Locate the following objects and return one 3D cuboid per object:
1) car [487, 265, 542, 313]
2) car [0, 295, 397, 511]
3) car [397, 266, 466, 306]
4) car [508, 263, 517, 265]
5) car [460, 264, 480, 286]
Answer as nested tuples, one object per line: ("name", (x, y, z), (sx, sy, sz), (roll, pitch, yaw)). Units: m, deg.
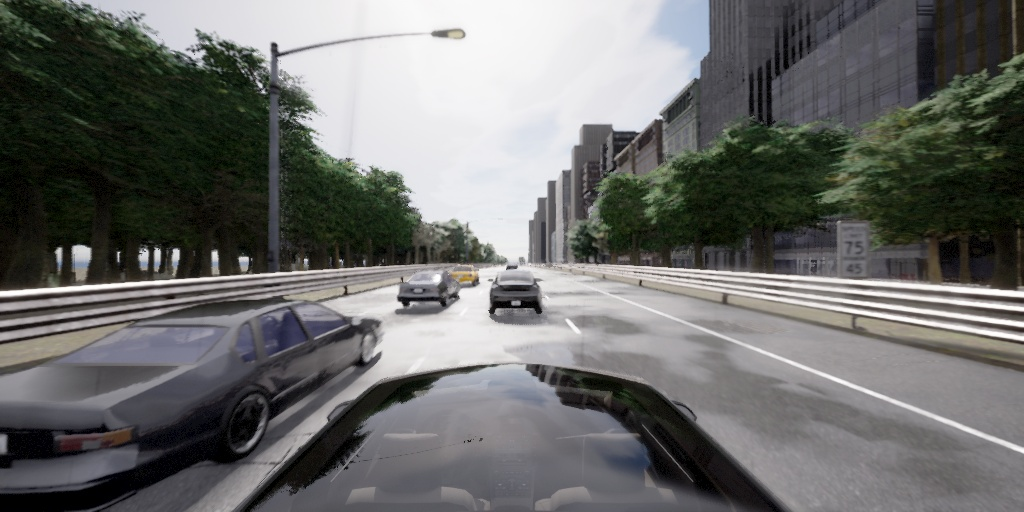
("car", (0.099, 1.294, 14.101), (1.837, 1.490, 4.892), (0, 0, -1))
("car", (-3.501, 1.300, 4.899), (2.033, 1.411, 5.357), (0, 0, 0))
("car", (-3.504, 1.348, 15.903), (2.033, 1.411, 5.357), (0, 0, 0))
("car", (0.062, 1.855, 58.801), (1.882, 1.535, 5.008), (0, -1, 0))
("car", (-3.510, 1.350, 27.096), (1.801, 1.575, 5.366), (0, -1, 0))
